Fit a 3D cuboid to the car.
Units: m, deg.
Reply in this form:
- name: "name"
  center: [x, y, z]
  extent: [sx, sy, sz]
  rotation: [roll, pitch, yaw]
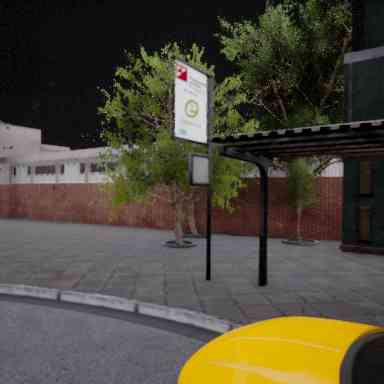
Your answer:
- name: "car"
  center: [2.164, 1.478, 1.744]
  extent: [5.008, 1.535, 1.882]
  rotation: [0, 0, 34]
